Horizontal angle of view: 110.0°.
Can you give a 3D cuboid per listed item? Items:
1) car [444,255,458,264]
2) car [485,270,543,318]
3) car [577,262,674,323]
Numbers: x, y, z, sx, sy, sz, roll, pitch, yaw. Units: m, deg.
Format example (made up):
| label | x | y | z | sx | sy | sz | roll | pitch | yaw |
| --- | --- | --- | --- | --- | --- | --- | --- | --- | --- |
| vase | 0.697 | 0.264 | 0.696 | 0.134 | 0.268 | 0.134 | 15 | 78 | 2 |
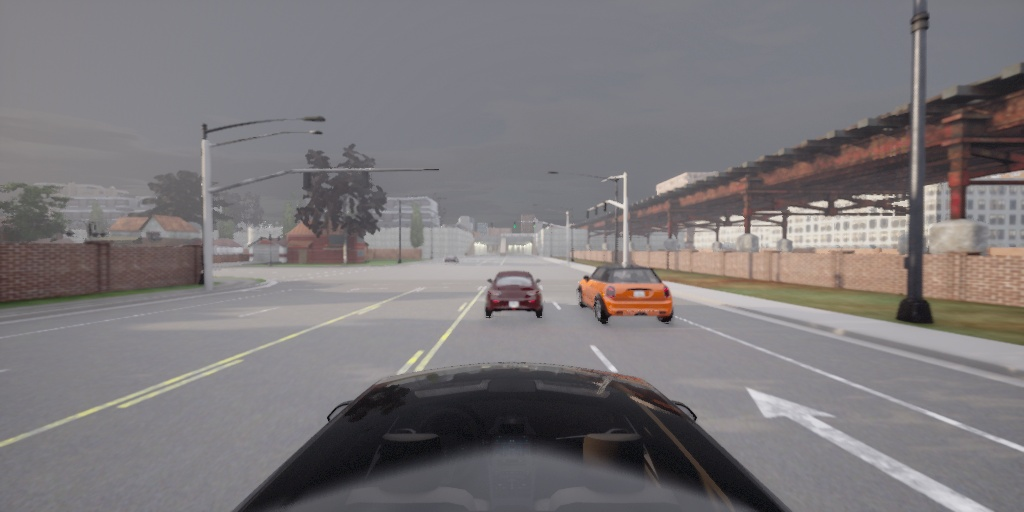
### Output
| label | x | y | z | sx | sy | sz | roll | pitch | yaw |
| --- | --- | --- | --- | --- | --- | --- | --- | --- | --- |
| car | -10.519 | 0.538 | 62.673 | 1.812 | 1.442 | 4.674 | 0 | 1 | 1 |
| car | 0.070 | 1.227 | 12.682 | 1.812 | 1.442 | 4.674 | 0 | 0 | 0 |
| car | 3.568 | 1.060 | 12.125 | 2.097 | 1.767 | 4.553 | 0 | 0 | 0 |
